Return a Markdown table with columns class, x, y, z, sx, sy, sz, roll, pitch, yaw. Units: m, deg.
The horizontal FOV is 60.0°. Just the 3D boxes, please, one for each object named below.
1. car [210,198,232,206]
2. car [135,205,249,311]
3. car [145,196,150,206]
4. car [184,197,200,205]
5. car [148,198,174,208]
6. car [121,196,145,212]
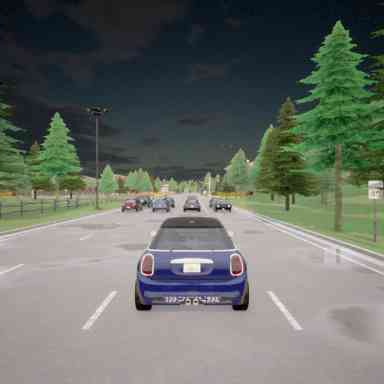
| class | x | y | z | sx | sy | sz | roll | pitch | yaw |
| --- | --- | --- | --- | --- | --- | --- | --- | --- | --- |
| car | 3.500 | 1.601 | 39.032 | 1.895 | 1.301 | 4.718 | 0 | 0 | 0 |
| car | 0.000 | 1.352 | 7.942 | 2.097 | 1.767 | 4.553 | 0 | 0 | 0 |
| car | -7.000 | 1.352 | 48.976 | 2.097 | 1.767 | 4.553 | 0 | 0 | 0 |
| car | 0.000 | 1.564 | 38.969 | 1.994 | 1.385 | 4.181 | 0 | 0 | 0 |
| car | -3.500 | 1.547 | 38.586 | 2.033 | 1.411 | 5.357 | 0 | 0 | 0 |
| car | -7.000 | 1.526 | 39.002 | 1.812 | 1.442 | 4.674 | 0 | 0 | 0 |
